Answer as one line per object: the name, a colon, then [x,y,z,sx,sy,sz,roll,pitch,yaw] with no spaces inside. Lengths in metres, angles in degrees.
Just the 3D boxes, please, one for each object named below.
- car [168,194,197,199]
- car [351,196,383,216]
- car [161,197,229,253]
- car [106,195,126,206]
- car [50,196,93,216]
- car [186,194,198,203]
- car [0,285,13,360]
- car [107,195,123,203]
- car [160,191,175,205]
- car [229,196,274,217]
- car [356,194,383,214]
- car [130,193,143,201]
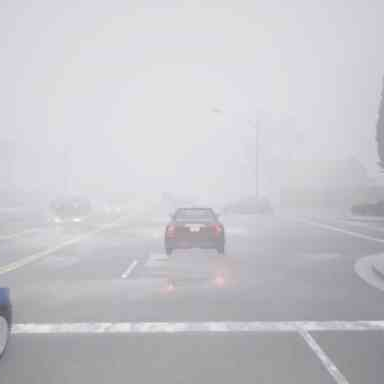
car: [-0.873,1.276,40.566,2.033,1.411,5.357,0,0,13]
car: [16.305,1.287,28.536,5.008,1.535,1.882,0,0,-1]
car: [0.098,1.264,13.308,2.097,1.767,4.553,0,1,0]
car: [-10.595,1.291,46.446,1.895,1.301,4.718,0,0,0]
car: [-10.601,1.151,30.042,2.097,1.767,4.553,0,0,0]
car: [0.084,1.154,58.999,2.033,1.411,5.357,0,0,0]
car: [-3.400,1.459,2.608,1.882,1.535,5.008,0,0,0]
car: [-14.017,1.196,60.681,1.895,1.301,4.718,0,0,0]
car: [-3.435,0.894,49.029,2.150,2.045,5.566,0,0,0]
car: [4.578,1.162,28.531,4.553,1.767,2.097,0,0,1]
car: [18.609,1.137,32.057,4.553,1.767,2.097,0,0,-1]
car: [-10.501,0.924,63.318,2.033,1.411,5.357,0,0,0]
